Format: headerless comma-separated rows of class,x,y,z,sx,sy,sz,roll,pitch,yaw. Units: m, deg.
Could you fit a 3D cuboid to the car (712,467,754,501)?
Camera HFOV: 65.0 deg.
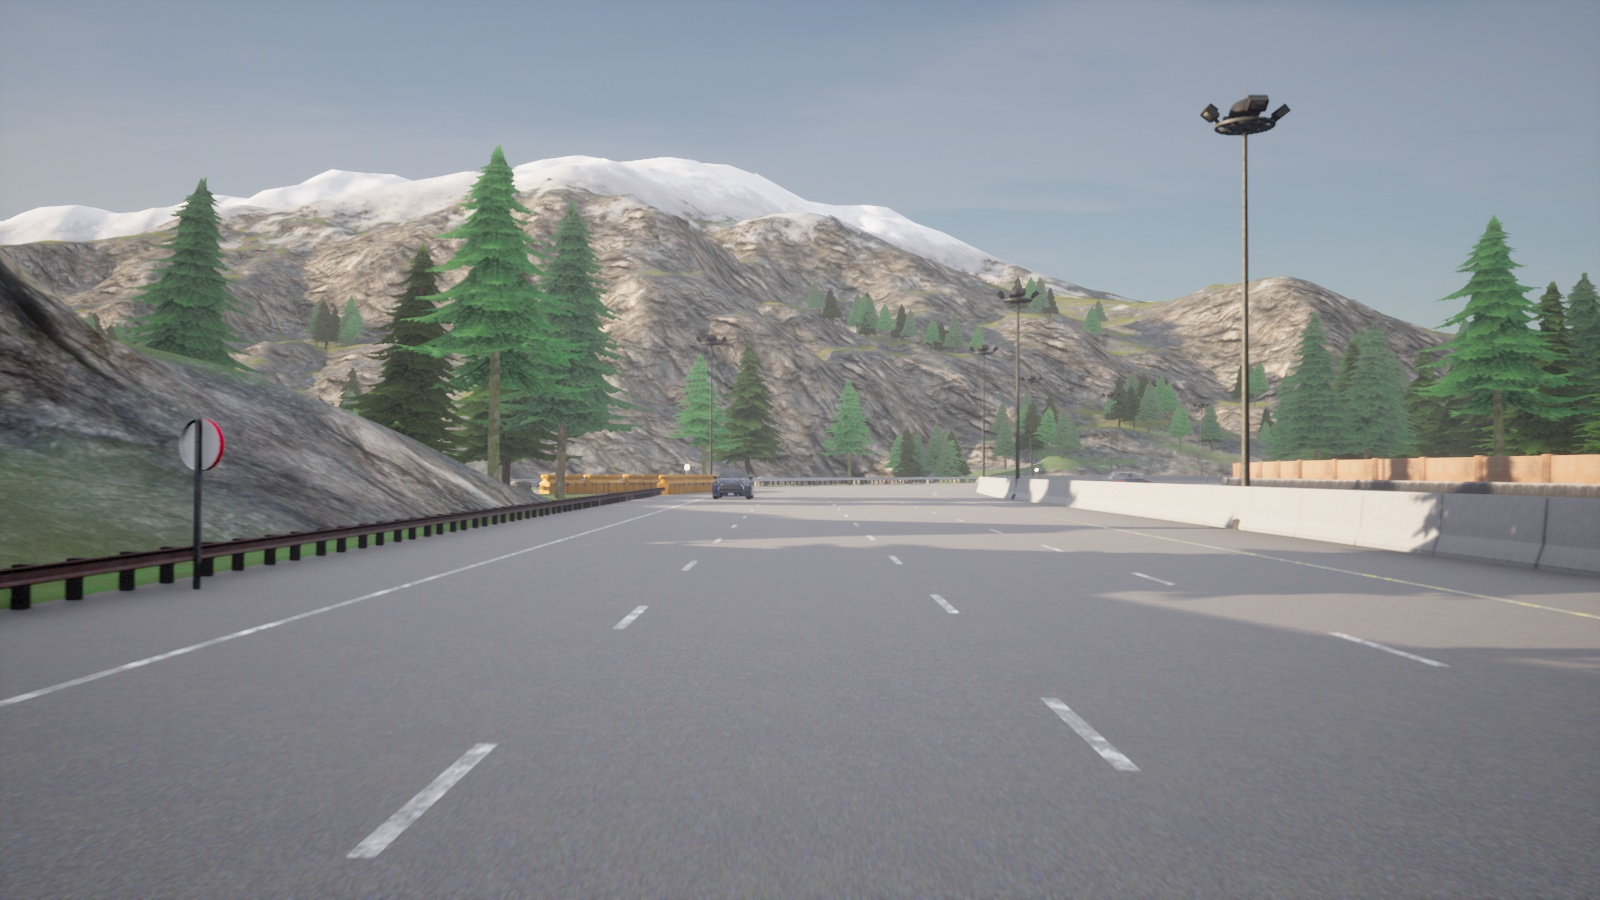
car,-3.662,1.849,69.397,2.097,1.767,4.553,0,-1,0

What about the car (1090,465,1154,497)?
car,17.335,1.660,67.905,2.152,1.651,5.027,0,-1,0
